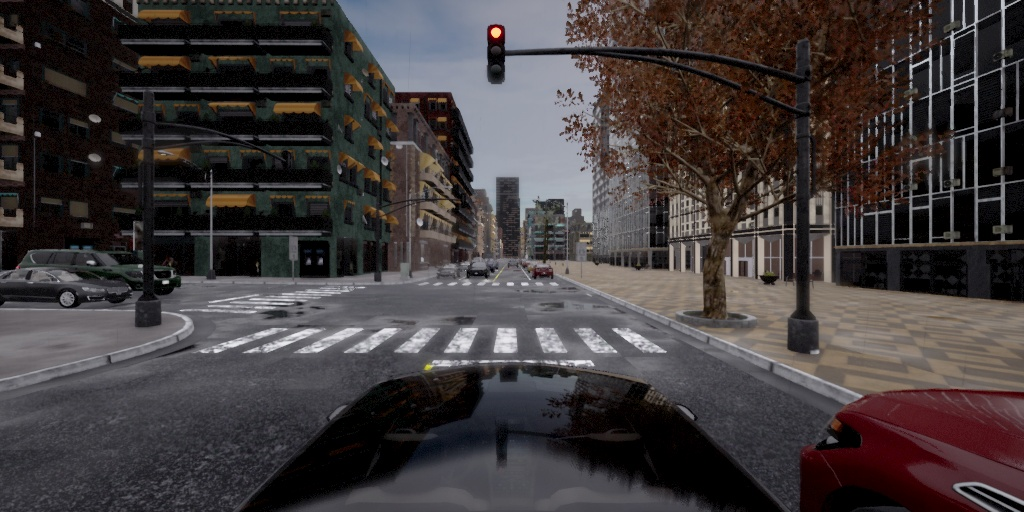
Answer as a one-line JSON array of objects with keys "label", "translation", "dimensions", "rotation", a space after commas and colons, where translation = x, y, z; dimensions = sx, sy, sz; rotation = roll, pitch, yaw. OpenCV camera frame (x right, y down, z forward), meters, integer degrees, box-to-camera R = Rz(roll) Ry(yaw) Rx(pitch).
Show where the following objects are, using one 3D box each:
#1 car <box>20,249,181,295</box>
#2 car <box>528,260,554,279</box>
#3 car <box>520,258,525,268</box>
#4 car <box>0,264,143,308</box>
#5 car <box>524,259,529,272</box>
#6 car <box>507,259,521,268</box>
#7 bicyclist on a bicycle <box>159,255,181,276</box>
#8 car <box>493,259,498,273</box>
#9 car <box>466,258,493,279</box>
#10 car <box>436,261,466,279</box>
[{"label": "car", "translation": [-17.771, 0.746, 15.535], "dimensions": [5.566, 2.045, 2.150], "rotation": [1, 0, 0]}, {"label": "car", "translation": [2.727, 1.307, 32.345], "dimensions": [1.888, 1.381, 4.507], "rotation": [0, 0, 0]}, {"label": "car", "translation": [2.759, 1.374, 60.008], "dimensions": [1.802, 1.307, 4.207], "rotation": [0, 0, 0]}, {"label": "car", "translation": [-16.422, 1.091, 12.952], "dimensions": [4.403, 1.370, 2.007], "rotation": [0, 0, -1]}, {"label": "car", "translation": [2.740, 1.297, 43.580], "dimensions": [1.751, 1.417, 4.829], "rotation": [0, 0, 0]}, {"label": "car", "translation": [0.174, 1.289, 63.491], "dimensions": [2.128, 1.511, 4.902], "rotation": [0, 0, 0]}, {"label": "bicyclist on a bicycle", "translation": [-23.142, 0.761, 24.220], "dimensions": [0.582, 1.620, 1.656], "rotation": [1, 0, -1]}, {"label": "car", "translation": [-3.032, 1.373, 43.663], "dimensions": [1.895, 1.301, 4.718], "rotation": [0, 0, 0]}, {"label": "car", "translation": [-3.063, 1.240, 33.336], "dimensions": [1.882, 1.535, 5.008], "rotation": [0, 0, 0]}, {"label": "car", "translation": [-5.653, 1.312, 32.355], "dimensions": [2.007, 1.370, 4.403], "rotation": [0, 0, 0]}]
